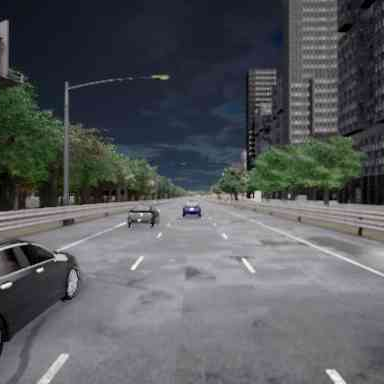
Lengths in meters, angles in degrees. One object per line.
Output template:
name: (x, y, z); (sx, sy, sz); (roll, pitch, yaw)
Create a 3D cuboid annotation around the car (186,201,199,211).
car: (0.078, 2.137, 52.302); (1.812, 1.442, 4.674); (0, -1, 0)

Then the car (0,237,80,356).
car: (-3.402, 1.514, 5.497); (1.837, 1.490, 4.892); (0, 0, 0)

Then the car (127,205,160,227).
car: (-3.411, 1.663, 24.043); (2.128, 1.511, 4.902); (0, -1, 0)

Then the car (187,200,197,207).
car: (-0.030, 2.529, 73.504); (2.128, 1.511, 4.902); (0, -1, 0)

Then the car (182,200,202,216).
car: (-0.016, 1.861, 36.729); (2.163, 1.488, 4.792); (0, -1, 0)
